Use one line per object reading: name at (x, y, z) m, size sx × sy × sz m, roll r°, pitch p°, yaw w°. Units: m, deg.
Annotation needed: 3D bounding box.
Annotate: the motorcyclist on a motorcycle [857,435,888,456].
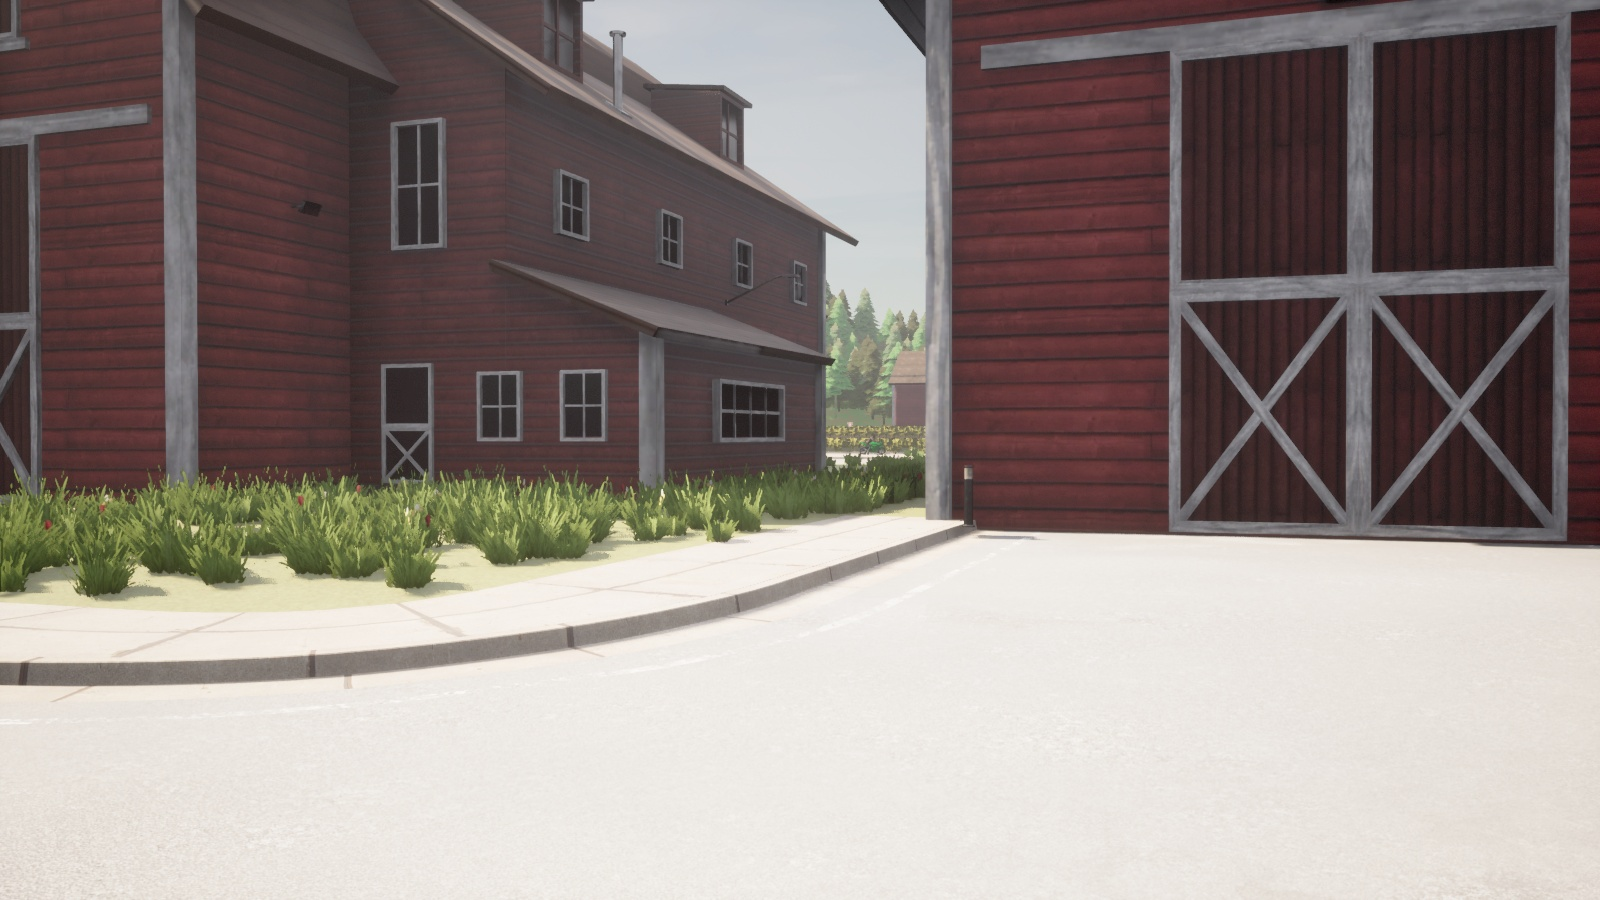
motorcyclist on a motorcycle at (5.277, -0.348, 91.460) m, size 2.044 × 1.523 × 0.797 m, roll 1°, pitch 1°, yaw 19°
